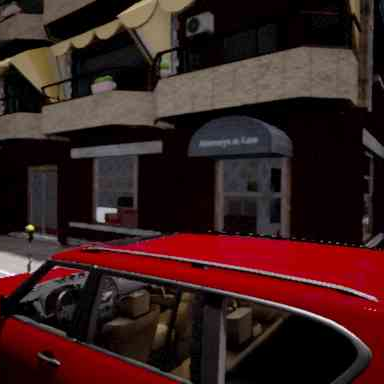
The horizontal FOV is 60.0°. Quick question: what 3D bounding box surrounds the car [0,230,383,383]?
[{"bbox_3d":[-0.331,1.300,2.942,5.009,1.841,2.192,1,1,35],"label":"car"}]
